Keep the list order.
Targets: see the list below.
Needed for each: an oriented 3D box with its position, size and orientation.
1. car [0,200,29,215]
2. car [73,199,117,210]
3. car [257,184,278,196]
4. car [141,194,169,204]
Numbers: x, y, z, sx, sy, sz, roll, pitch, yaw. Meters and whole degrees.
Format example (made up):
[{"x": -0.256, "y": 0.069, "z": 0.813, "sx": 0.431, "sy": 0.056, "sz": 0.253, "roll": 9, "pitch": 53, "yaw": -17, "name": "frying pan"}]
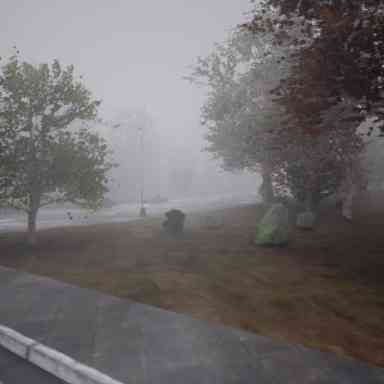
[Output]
[{"x": -17.788, "y": 1.533, "z": 32.343, "sx": 1.837, "sy": 1.490, "sz": 4.892, "roll": 0, "pitch": 1, "yaw": 39, "name": "car"}, {"x": -11.567, "y": 1.359, "z": 40.099, "sx": 2.033, "sy": 1.411, "sz": 5.357, "roll": 0, "pitch": 2, "yaw": 39, "name": "car"}, {"x": 13.692, "y": -0.442, "z": 60.444, "sx": 2.150, "sy": 2.045, "sz": 5.566, "roll": 0, "pitch": 3, "yaw": 35, "name": "car"}, {"x": -5.301, "y": 0.990, "z": 47.892, "sx": 1.994, "sy": 1.385, "sz": 4.181, "roll": 0, "pitch": 3, "yaw": 39, "name": "car"}]
